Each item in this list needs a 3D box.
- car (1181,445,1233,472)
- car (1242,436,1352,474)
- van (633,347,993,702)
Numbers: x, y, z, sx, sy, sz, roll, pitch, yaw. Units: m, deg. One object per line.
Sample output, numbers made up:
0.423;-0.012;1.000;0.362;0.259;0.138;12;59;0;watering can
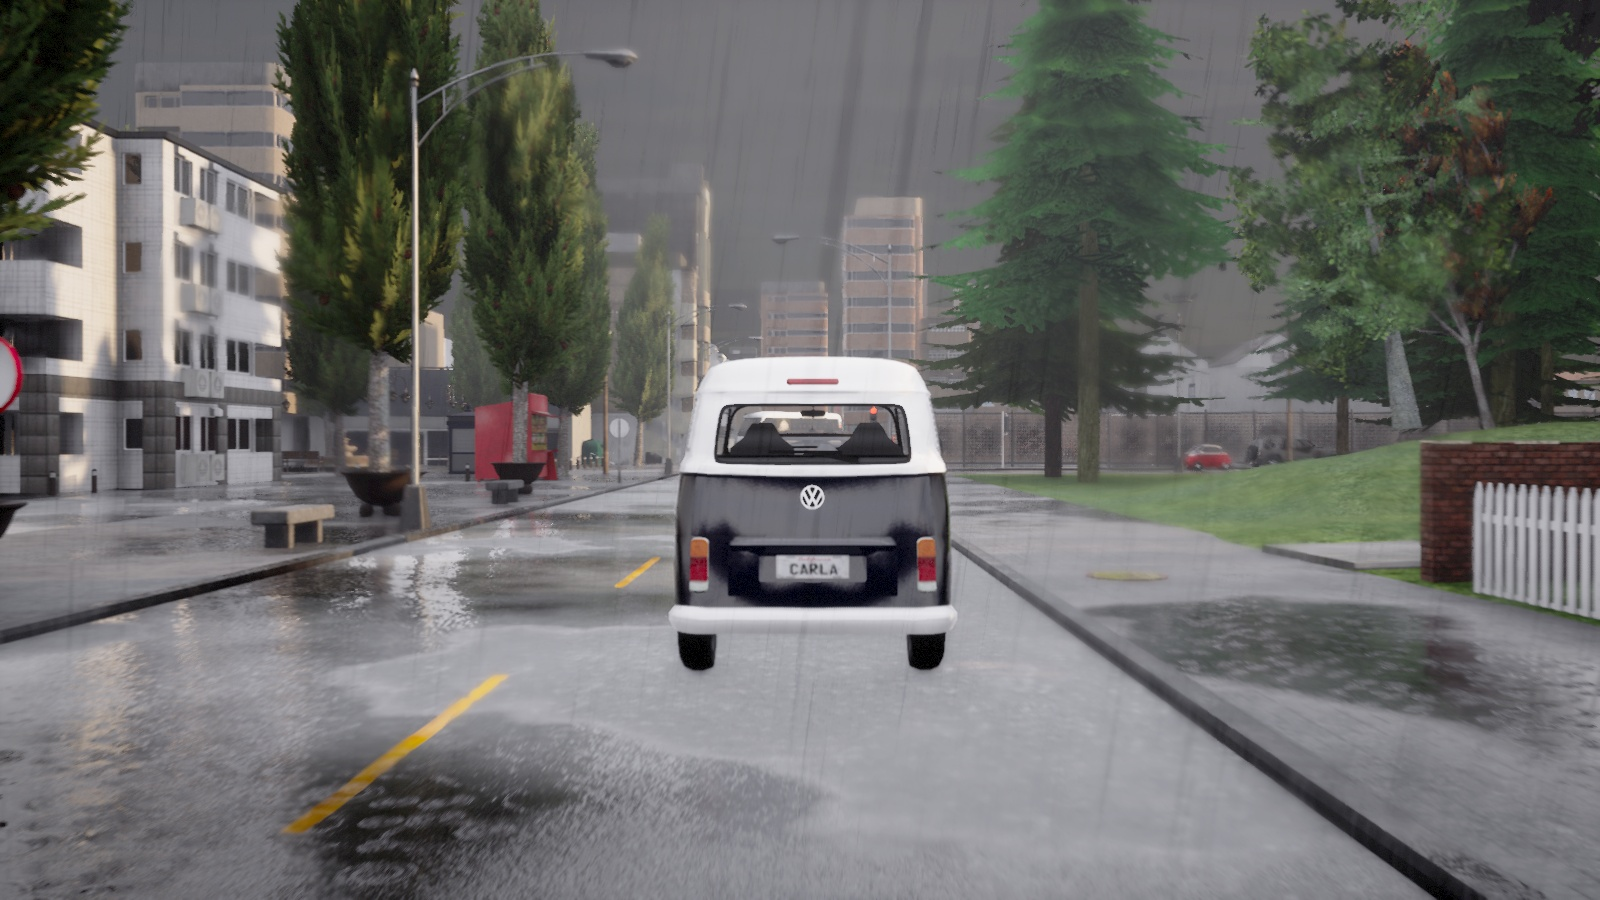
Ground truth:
21.250;0.445;65.619;2.207;1.376;1.481;0;0;0;car
24.343;0.232;61.592;4.605;1.855;1.932;0;0;0;car
0.096;0.416;9.468;2.069;2.038;4.480;0;0;1;van
